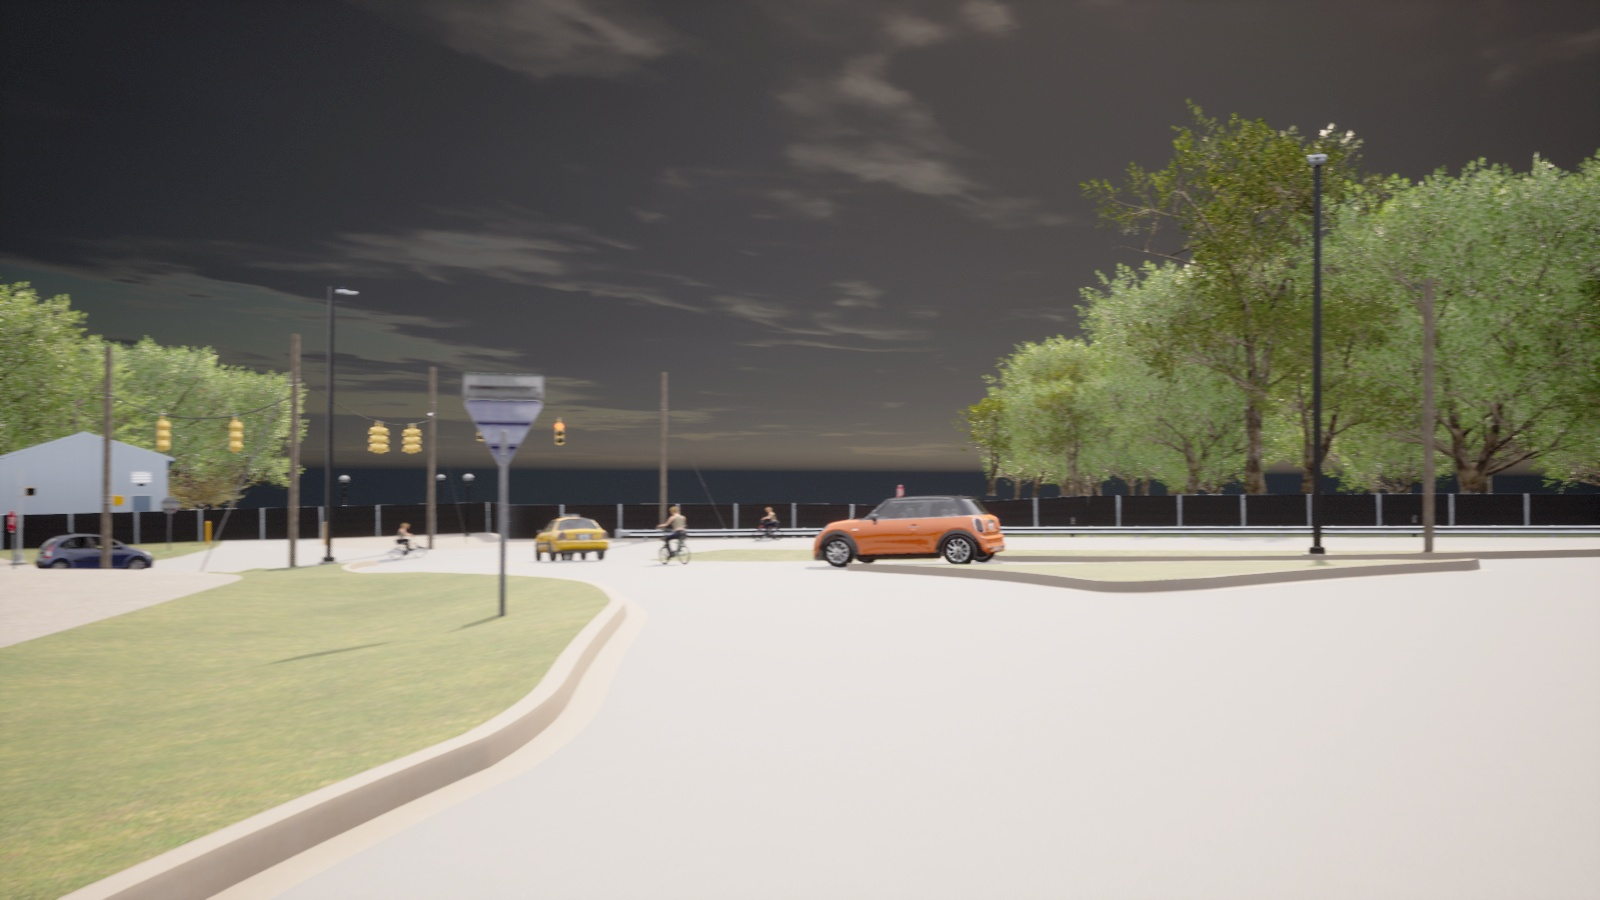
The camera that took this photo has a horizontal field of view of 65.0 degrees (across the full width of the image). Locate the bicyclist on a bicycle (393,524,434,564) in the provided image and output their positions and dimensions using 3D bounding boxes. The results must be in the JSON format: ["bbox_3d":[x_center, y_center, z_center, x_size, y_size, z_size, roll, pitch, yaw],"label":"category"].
[{"bbox_3d":[-16.989,4.130,55.203,1.509,1.612,0.866,-4,0,-24],"label":"bicyclist on a bicycle"}]

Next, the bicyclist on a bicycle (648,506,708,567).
[{"bbox_3d":[-3.383,2.390,34.750,0.866,1.612,1.509,1,-5,-40],"label":"bicyclist on a bicycle"}]

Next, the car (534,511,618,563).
[{"bbox_3d":[-7.593,2.970,42.211,1.801,1.575,5.366,0,-5,-21],"label":"car"}]

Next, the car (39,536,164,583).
[{"bbox_3d":[-27.532,4.287,49.542,3.988,1.617,1.851,1,-2,-41],"label":"car"}]

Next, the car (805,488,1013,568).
[{"bbox_3d":[2.650,1.902,30.583,4.553,1.767,2.097,-3,-3,24],"label":"car"}]
